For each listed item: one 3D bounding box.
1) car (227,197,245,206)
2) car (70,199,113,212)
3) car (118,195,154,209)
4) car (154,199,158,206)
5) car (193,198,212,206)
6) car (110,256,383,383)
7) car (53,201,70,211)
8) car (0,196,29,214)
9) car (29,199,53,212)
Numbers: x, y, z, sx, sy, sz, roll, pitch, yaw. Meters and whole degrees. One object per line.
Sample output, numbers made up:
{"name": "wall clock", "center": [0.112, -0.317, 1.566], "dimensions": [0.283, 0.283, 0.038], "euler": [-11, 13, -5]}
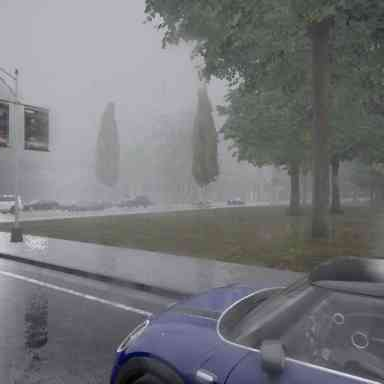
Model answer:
{"name": "car", "center": [8.852, 1.818, 66.558], "dimensions": [2.097, 1.767, 4.553], "euler": [0, -1, 35]}
{"name": "car", "center": [-12.520, 1.786, 41.730], "dimensions": [1.994, 1.385, 4.181], "euler": [0, 0, 35]}
{"name": "car", "center": [-9.075, 1.515, 52.606], "dimensions": [2.150, 2.045, 5.566], "euler": [0, 0, 36]}
{"name": "car", "center": [-8.090, 1.836, 59.626], "dimensions": [2.128, 1.511, 4.902], "euler": [0, 0, 36]}
{"name": "car", "center": [2.034, 1.894, 62.481], "dimensions": [2.128, 1.511, 4.902], "euler": [0, -1, 35]}
{"name": "car", "center": [1.436, 1.352, 2.665], "dimensions": [4.553, 1.767, 2.097], "euler": [0, 0, 36]}
{"name": "car", "center": [-15.067, 1.778, 44.055], "dimensions": [2.033, 1.411, 5.357], "euler": [0, 0, 35]}
{"name": "car", "center": [-21.033, 1.399, 35.541], "dimensions": [2.150, 2.045, 5.566], "euler": [0, 0, 34]}
{"name": "car", "center": [-19.724, 1.695, 43.067], "dimensions": [1.882, 1.535, 5.008], "euler": [0, 0, 35]}
